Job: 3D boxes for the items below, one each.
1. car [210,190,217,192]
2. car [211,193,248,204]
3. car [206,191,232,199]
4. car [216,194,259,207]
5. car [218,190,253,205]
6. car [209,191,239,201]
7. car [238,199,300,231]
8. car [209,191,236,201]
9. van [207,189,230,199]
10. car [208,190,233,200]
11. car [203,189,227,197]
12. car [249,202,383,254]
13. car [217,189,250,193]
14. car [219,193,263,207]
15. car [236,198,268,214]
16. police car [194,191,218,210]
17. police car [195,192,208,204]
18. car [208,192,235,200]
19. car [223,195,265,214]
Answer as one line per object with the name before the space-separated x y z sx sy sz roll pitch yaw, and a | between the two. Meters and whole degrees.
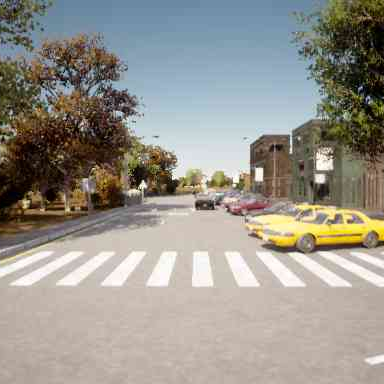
car | 5.323 0.927 45.770 5.366 1.575 1.946 1 1 -20
car | 5.491 0.928 48.827 4.792 1.488 2.163 1 1 -20
car | 5.656 0.686 69.861 5.008 1.535 2.097 1 0 -20
car | 5.450 1.042 39.834 4.674 1.452 2.002 1 0 -20
car | 5.446 0.950 33.835 4.553 1.767 2.185 1 1 -20
car | 5.555 0.677 57.840 4.553 1.767 2.185 1 0 -20
car | 5.156 1.305 15.762 5.366 1.575 1.946 1 1 -20
car | 5.576 0.647 60.841 4.553 1.767 2.185 1 0 -20
van | 5.790 0.433 72.904 4.442 1.987 1.878 1 0 -20
car | 5.680 0.590 66.857 4.553 1.767 2.185 1 1 -20
car | 5.745 0.294 84.895 5.566 2.045 2.435 1 0 -20
car | 5.150 1.345 12.761 5.366 1.575 1.946 1 1 -20
car | 5.466 0.913 36.836 4.553 1.767 2.185 1 1 -20
car | 5.367 1.142 30.817 4.792 1.488 2.163 1 1 -20
car | 5.347 1.271 18.826 4.892 1.521 2.231 1 1 -20
police car | 1.271 1.033 34.672 1.930 1.638 5.238 0 1 0
police car | 1.374 0.870 50.671 1.930 1.638 5.238 0 1 0
car | 5.628 0.784 63.851 4.674 1.452 2.002 1 1 -20
car | 5.380 1.191 27.826 4.674 1.452 2.002 0 1 -20
